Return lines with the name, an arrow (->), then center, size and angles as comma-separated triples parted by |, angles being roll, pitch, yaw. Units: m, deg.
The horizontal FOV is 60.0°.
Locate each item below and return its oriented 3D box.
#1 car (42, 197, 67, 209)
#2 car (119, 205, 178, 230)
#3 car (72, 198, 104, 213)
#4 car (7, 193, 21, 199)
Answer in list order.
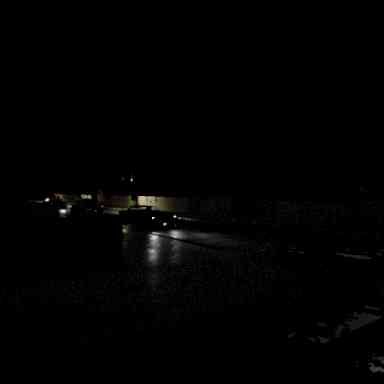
car -> -16.820, 1.345, 40.475 | 2.033, 1.411, 5.357 | 0, 0, -35
car -> -2.832, 1.514, 20.817 | 1.895, 1.301, 4.718 | 0, 0, -36
car -> -9.529, 1.359, 30.203 | 1.837, 1.490, 4.892 | 0, 1, -36
car -> -44.575, 1.120, 84.154 | 2.033, 1.411, 5.357 | 0, 0, -36
